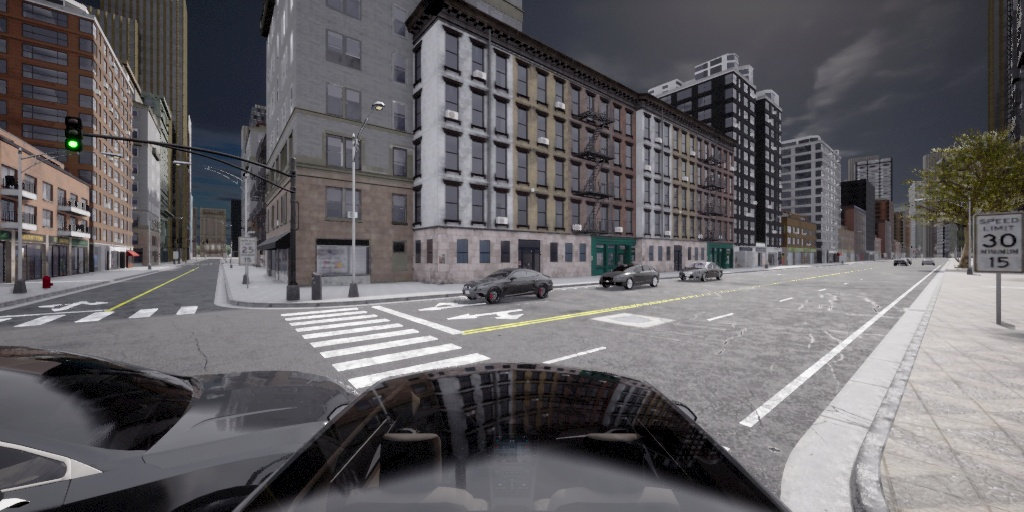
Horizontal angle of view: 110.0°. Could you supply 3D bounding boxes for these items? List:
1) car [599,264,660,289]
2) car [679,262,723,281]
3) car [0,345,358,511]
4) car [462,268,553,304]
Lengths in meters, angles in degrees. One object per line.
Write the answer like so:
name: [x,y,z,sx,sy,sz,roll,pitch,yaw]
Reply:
car: [7.586,1.258,22.968,4.892,1.490,1.837,0,0,-39]
car: [15.576,1.236,29.462,4.902,1.511,2.128,0,0,-39]
car: [-3.227,1.257,1.739,4.892,1.490,1.837,0,0,-35]
car: [-0.087,1.286,16.720,4.674,1.442,1.812,0,0,-39]
